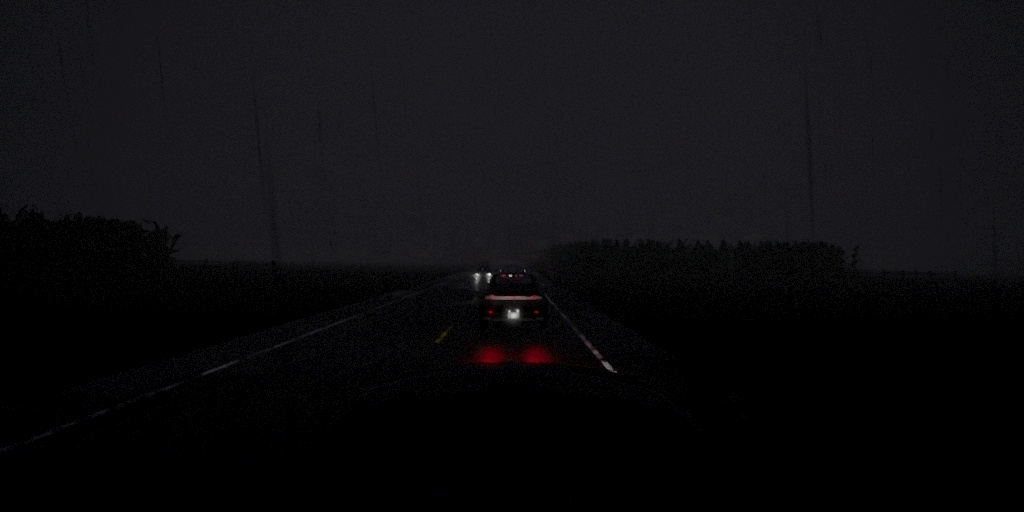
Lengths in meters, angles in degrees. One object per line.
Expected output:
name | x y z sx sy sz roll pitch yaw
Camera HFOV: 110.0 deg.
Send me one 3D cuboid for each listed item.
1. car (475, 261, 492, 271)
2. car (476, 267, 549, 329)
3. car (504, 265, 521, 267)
car | -3.608 1.381 46.399 1.837 1.490 4.892 0 0 0
car | 0.053 1.267 11.225 2.128 1.511 4.902 0 0 0
car | 0.054 1.371 27.206 2.033 1.411 5.357 0 0 0
